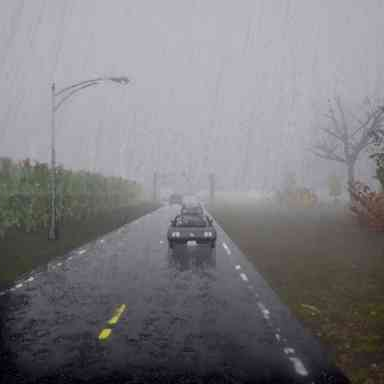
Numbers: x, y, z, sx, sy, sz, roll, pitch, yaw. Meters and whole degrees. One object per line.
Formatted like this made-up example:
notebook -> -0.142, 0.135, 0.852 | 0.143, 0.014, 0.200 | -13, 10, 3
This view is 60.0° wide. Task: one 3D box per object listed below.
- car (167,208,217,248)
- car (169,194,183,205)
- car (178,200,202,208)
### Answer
car -> 0.000, 1.621, 14.683 | 1.895, 1.301, 4.718 | 0, 0, 0
car -> -2.751, 1.382, 58.636 | 2.150, 2.045, 5.566 | 0, 0, 0
car -> 0.000, 1.633, 29.687 | 1.895, 1.301, 4.718 | 0, 0, 0
